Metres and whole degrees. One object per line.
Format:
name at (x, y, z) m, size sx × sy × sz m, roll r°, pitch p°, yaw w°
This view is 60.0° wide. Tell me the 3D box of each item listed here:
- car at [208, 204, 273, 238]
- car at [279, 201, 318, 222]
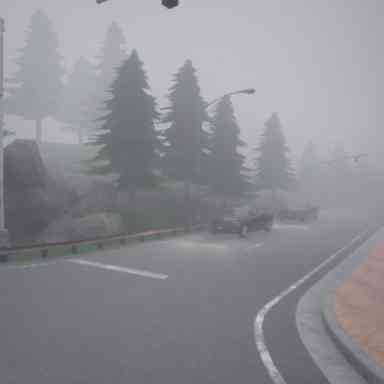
car at (2.738, 1.451, 18.005) m, size 1.882 × 1.535 × 5.008 m, roll 0°, pitch 0°, yaw 35°
car at (8.415, 1.450, 26.152) m, size 1.882 × 1.535 × 5.008 m, roll 0°, pitch 0°, yaw 35°
